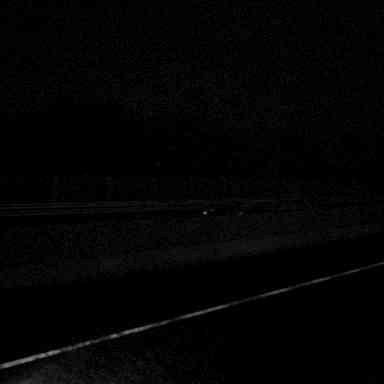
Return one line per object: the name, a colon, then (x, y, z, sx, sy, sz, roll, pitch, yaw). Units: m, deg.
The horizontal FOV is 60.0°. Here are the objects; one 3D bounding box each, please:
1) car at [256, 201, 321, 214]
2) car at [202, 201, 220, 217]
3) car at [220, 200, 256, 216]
car: (6.625, 1.423, 21.631, 4.674, 1.442, 1.812, 0, 0, -36)
car: (3.024, 1.386, 27.661, 4.902, 1.511, 2.128, 0, 0, -36)
car: (4.584, 1.424, 24.474, 4.674, 1.442, 1.812, 0, 0, -36)
